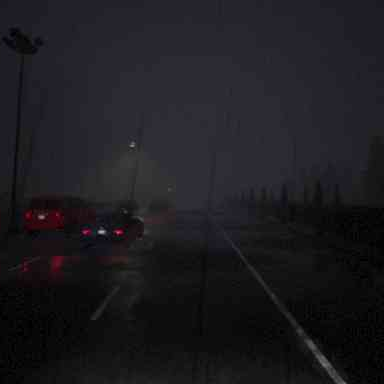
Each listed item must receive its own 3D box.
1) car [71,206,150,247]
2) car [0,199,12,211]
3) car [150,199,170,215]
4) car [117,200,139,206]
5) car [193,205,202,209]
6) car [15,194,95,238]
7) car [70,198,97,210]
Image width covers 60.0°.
[{"bbox_3d":[-3.398,1.559,15.025,2.033,1.411,5.357,0,0,0],"label":"car"},{"bbox_3d":[-21.084,1.534,38.348,1.837,1.490,4.892,0,0,0],"label":"car"},{"bbox_3d":[-3.395,1.519,34.979,2.128,1.511,4.902,0,0,0],"label":"car"},{"bbox_3d":[-6.895,1.554,36.021,1.812,1.442,4.674,0,0,0],"label":"car"},{"bbox_3d":[1.236,3.779,74.501,1.837,1.490,4.892,0,-6,0],"label":"car"},{"bbox_3d":[-6.897,1.236,17.930,2.150,2.045,5.566,0,0,0],"label":"car"},{"bbox_3d":[-14.083,1.542,43.391,1.882,1.535,5.008,0,-1,0],"label":"car"}]
